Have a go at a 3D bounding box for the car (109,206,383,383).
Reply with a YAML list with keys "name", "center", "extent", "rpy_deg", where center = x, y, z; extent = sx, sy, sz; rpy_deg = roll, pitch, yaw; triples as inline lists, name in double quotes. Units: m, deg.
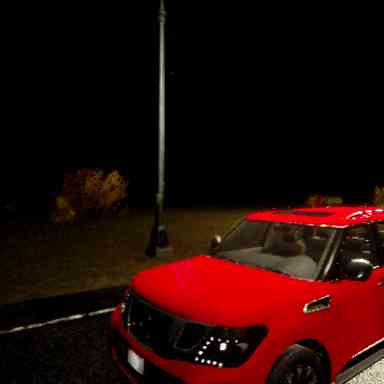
- name: "car"
  center: [1.695, 1.264, 4.767]
  extent: [5.566, 2.045, 2.150]
  rpy_deg: [1, -1, -36]
